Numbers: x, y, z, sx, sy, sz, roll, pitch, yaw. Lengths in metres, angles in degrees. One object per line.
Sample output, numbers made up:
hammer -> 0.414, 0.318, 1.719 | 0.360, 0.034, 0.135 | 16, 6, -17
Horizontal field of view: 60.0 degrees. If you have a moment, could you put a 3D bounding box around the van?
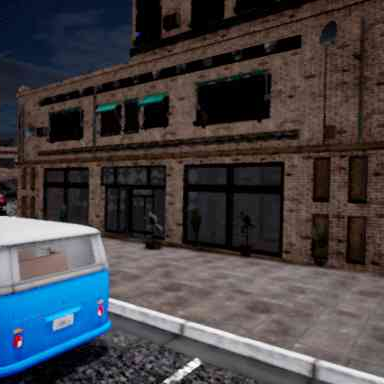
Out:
van -> -3.031, 1.289, 5.025 | 3.998, 1.788, 1.690 | 1, 1, 36

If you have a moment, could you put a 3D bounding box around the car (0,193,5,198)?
car -> -22.901, 1.032, 36.260 | 2.192, 1.841, 5.009 | 1, 0, 36

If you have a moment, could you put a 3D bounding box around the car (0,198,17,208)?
car -> -16.154, 1.494, 31.302 | 1.947, 1.339, 4.313 | 1, 0, 36
